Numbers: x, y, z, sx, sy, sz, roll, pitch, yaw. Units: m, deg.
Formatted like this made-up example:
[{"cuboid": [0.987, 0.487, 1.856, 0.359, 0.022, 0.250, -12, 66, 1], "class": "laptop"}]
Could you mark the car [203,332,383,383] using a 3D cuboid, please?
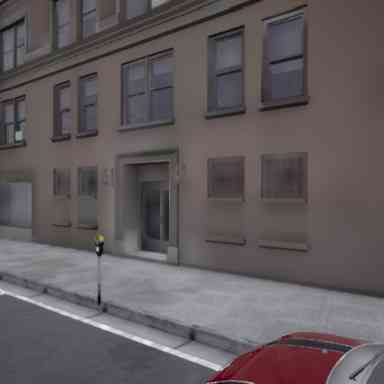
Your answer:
[{"cuboid": [1.746, 1.439, 1.601, 4.097, 1.590, 1.967, 0, 0, 35], "class": "car"}]
